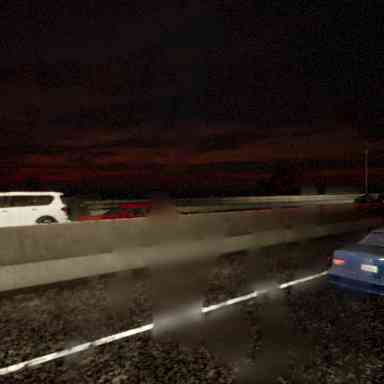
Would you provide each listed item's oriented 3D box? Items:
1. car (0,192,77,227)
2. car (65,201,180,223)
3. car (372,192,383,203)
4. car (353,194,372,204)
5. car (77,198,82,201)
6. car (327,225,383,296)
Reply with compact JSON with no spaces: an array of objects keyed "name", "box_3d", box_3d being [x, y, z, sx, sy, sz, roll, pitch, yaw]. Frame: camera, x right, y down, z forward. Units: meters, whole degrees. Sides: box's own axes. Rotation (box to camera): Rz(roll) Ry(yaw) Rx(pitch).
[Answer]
[{"name":"car","box_3d":[-8.466,1.016,14.945,5.566,2.045,2.150,0,1,-39]},{"name":"car","box_3d":[-2.797,1.285,15.048,5.008,1.535,1.882,0,1,-39]},{"name":"car","box_3d":[25.779,0.753,42.763,5.566,2.045,2.150,0,1,-39]},{"name":"car","box_3d":[24.504,1.030,46.239,5.357,1.411,2.033,0,1,-39]},{"name":"car","box_3d":[-8.353,1.091,19.550,4.553,1.767,2.097,0,1,-39]},{"name":"car","box_3d":[5.270,1.462,7.818,5.357,1.411,2.033,0,1,-39]}]
